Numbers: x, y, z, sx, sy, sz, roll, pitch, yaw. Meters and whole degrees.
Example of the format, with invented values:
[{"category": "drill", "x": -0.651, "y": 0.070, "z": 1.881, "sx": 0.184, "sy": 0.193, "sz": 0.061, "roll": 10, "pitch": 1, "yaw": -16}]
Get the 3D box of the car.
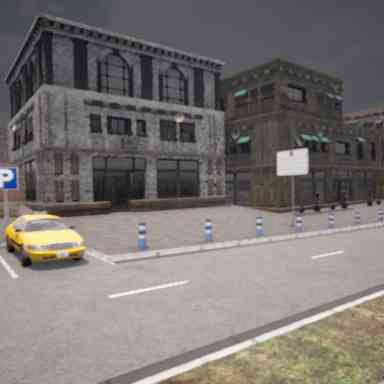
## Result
[{"category": "car", "x": -5.376, "y": 1.494, "z": 11.916, "sx": 1.946, "sy": 1.575, "sz": 5.366, "roll": 0, "pitch": 0, "yaw": -36}]
